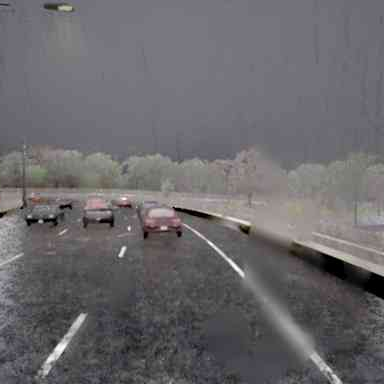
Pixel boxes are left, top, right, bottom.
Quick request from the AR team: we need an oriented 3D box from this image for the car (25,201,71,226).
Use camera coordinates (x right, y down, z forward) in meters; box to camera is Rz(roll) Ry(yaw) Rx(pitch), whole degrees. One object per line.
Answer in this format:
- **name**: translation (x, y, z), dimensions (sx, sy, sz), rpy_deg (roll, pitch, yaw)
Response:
- **car**: translation (-9.715, 1.503, 22.501), dimensions (1.895, 1.301, 4.718), rpy_deg (0, 0, -13)

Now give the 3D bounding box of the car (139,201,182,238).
- **car**: translation (-1.633, 1.420, 17.081), dimensions (1.812, 1.442, 4.674), rpy_deg (0, 0, -10)

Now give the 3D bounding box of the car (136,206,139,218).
- **car**: translation (-3.218, 1.394, 25.485), dimensions (2.033, 1.411, 5.357), rpy_deg (0, 0, -13)

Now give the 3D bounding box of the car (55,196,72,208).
- **car**: translation (-16.258, 1.299, 42.147), dimensions (2.128, 1.511, 4.902), rpy_deg (0, 1, -23)

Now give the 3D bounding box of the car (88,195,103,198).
- **car**: translation (-11.864, 1.144, 40.647), dimensions (2.097, 1.767, 4.553), rpy_deg (-1, 0, -22)

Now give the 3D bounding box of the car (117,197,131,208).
- **car**: translation (-9.250, 1.324, 43.493), dimensions (1.994, 1.385, 4.181), rpy_deg (0, 0, -23)

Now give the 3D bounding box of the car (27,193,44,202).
- **car**: translation (-31.435, 1.080, 66.719), dimensions (2.097, 1.767, 4.553), rpy_deg (-1, 1, -40)

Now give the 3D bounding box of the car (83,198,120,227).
- **car**: translation (-5.995, 1.379, 21.837), dimensions (2.128, 1.511, 4.902), rpy_deg (0, 1, -12)
